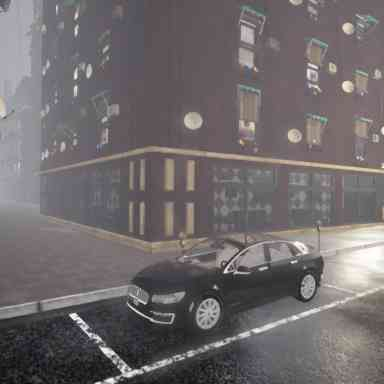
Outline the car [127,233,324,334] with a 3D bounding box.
[{"bbox_3d":[0.871,1.552,6.669,4.403,1.369,2.008,0,1,-35],"label":"car"}]
